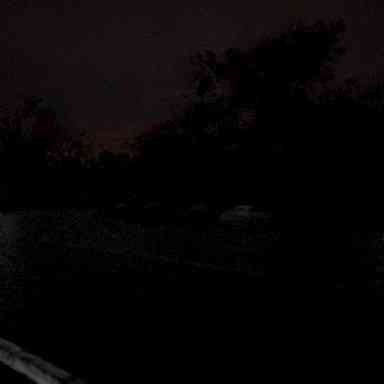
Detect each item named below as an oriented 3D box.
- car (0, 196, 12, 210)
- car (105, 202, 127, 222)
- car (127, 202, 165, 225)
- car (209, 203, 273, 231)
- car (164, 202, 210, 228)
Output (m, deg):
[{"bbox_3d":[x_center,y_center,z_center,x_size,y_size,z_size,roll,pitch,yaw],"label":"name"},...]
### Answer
[{"bbox_3d":[-24.381,1.295,39.996,2.185,1.767,4.553,0,0,35],"label":"car"},{"bbox_3d":[-4.598,1.481,25.824,2.002,1.452,4.674,0,0,36],"label":"car"},{"bbox_3d":[-1.934,1.445,23.917,2.231,1.521,4.892,0,0,36],"label":"car"},{"bbox_3d":[3.294,1.490,20.187,2.002,1.452,4.674,0,0,36],"label":"car"},{"bbox_3d":[0.737,1.447,22.024,2.097,1.535,5.008,0,0,36],"label":"car"}]
